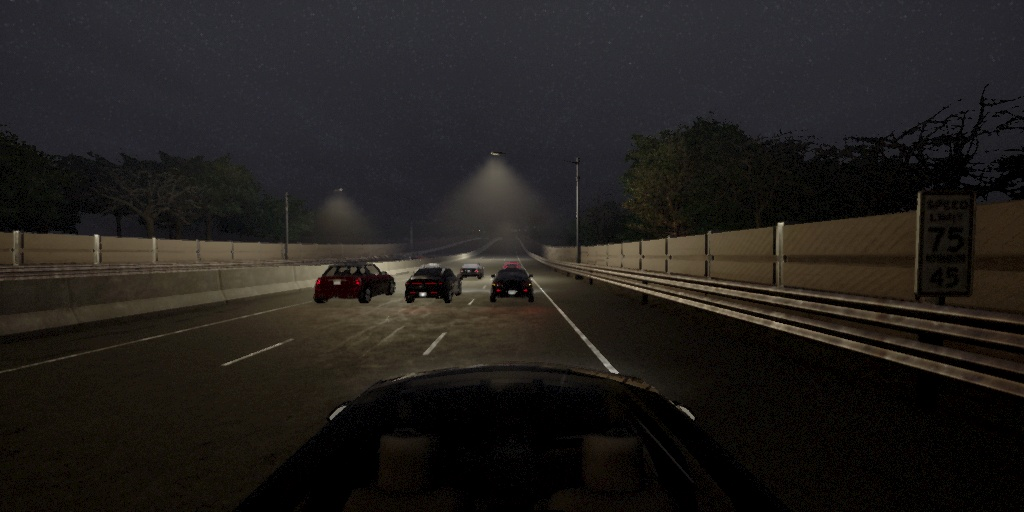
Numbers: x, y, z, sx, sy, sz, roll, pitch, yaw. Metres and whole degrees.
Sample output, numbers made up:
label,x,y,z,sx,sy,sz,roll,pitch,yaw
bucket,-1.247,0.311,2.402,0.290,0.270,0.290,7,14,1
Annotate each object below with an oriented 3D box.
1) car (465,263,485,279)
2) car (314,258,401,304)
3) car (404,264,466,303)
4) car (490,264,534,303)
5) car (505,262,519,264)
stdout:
label,x,y,z,sx,sy,sz,roll,pitch,yaw
car,-3.499,1.285,31.516,2.033,1.411,5.357,0,0,0
car,-7.000,1.104,16.477,2.097,1.767,4.553,0,0,0
car,-3.500,1.254,16.508,1.837,1.490,4.892,0,0,0
car,0.000,1.271,16.509,1.812,1.442,4.674,0,0,0
car,0.001,1.255,31.516,1.812,1.442,4.674,0,0,0
